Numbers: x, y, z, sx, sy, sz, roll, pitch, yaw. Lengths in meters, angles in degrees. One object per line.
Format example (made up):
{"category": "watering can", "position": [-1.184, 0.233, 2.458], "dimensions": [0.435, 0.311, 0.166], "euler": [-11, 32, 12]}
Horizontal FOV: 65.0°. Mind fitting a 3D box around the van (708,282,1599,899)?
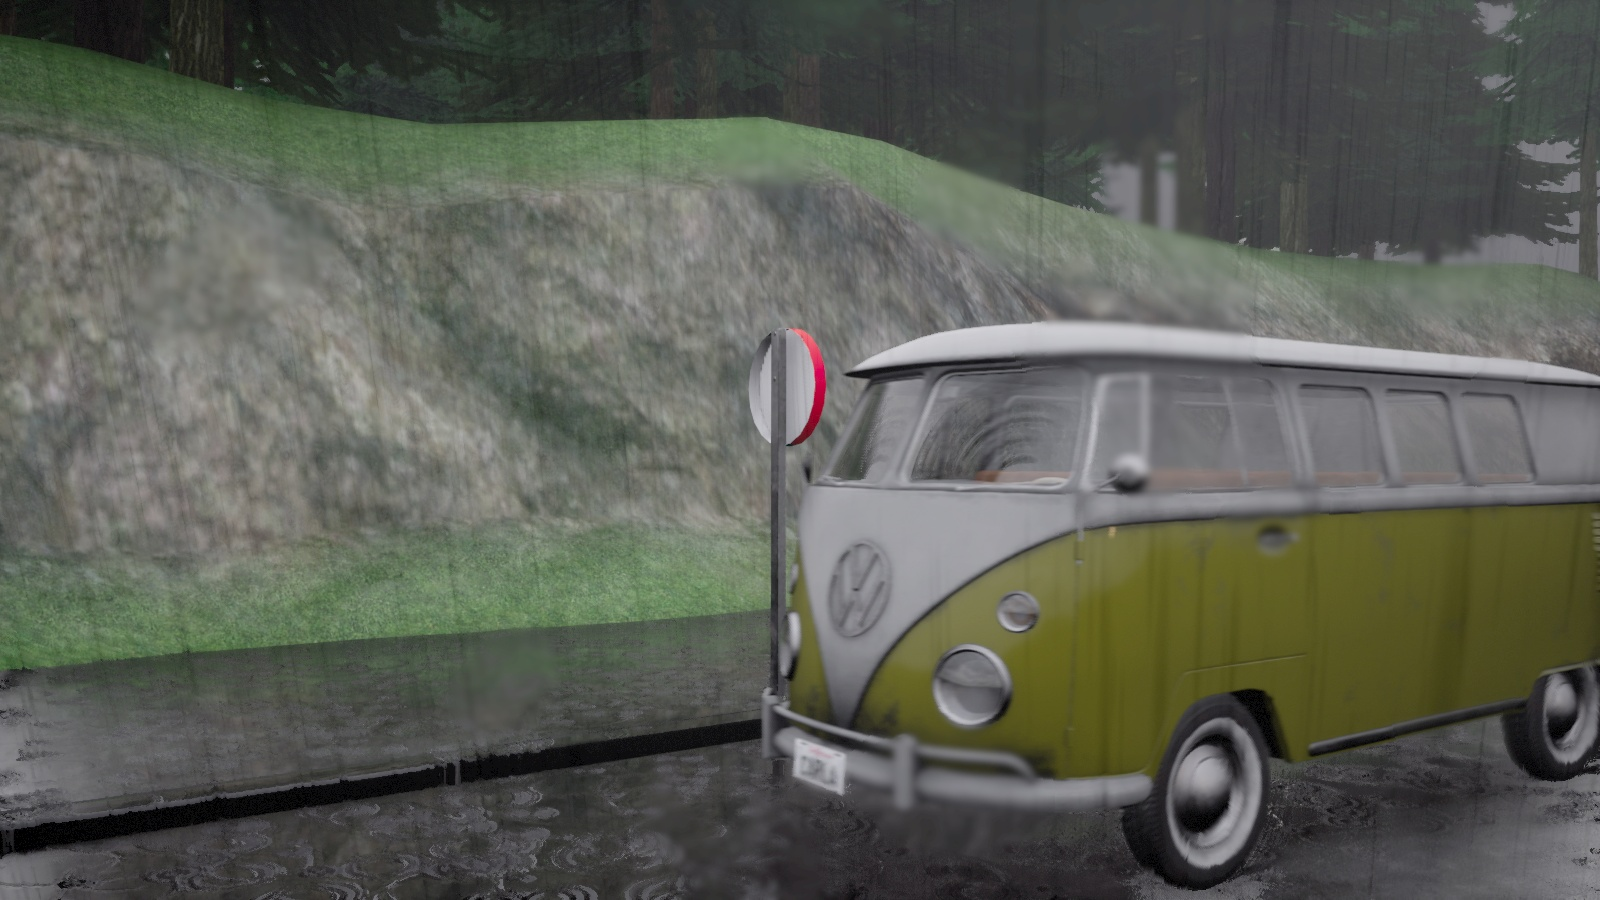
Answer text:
{"category": "van", "position": [1.963, 0.507, 5.631], "dimensions": [4.442, 1.987, 1.775], "euler": [0, 0, -34]}
